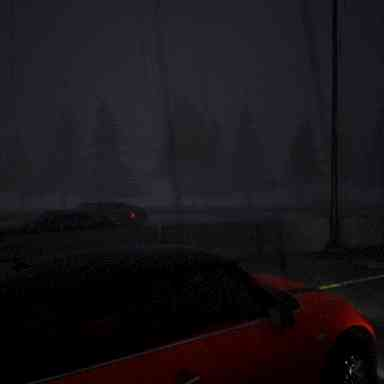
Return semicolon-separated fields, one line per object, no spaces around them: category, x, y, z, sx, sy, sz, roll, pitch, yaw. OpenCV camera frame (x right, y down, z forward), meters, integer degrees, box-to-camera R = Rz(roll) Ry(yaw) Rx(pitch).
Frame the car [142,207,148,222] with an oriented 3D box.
car;-5.176;1.407;20.928;4.892;1.490;1.837;0;0;-30

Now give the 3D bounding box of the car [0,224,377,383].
car;-0.165;1.335;3.332;4.553;1.767;2.097;0;0;-34

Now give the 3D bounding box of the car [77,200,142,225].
car;-5.218;1.272;16.870;4.553;1.767;2.097;0;0;-30

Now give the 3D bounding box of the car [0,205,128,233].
car;-5.215;1.442;12.796;4.892;1.490;1.837;0;0;-32

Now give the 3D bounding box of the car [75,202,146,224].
car;-5.984;1.486;24.550;4.718;1.301;1.895;0;0;-29
